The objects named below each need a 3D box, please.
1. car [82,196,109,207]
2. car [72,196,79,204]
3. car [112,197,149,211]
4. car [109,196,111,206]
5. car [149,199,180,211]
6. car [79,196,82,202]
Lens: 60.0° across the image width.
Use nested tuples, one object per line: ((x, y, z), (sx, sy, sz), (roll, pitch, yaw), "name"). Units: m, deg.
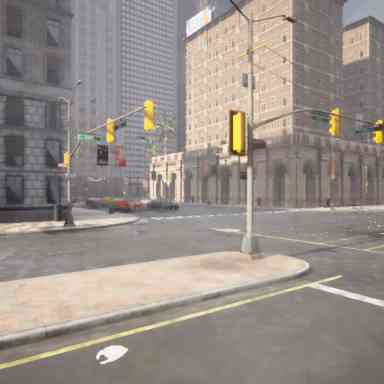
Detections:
((-14.871, 1.525, 50.925), (1.812, 1.442, 4.674), (0, 0, -35), "car")
((-23.602, 1.505, 63.211), (1.837, 1.490, 4.892), (0, 0, -35), "car")
((-7.568, 1.351, 40.552), (2.097, 1.767, 4.553), (0, 0, -36), "car")
((-13.222, 1.477, 54.495), (1.882, 1.535, 5.008), (0, 0, -35), "car")
((-3.669, 1.547, 41.127), (2.033, 1.411, 5.357), (0, 0, -36), "car")
((-22.442, 1.408, 67.666), (1.994, 1.385, 4.181), (0, 0, -35), "car")
